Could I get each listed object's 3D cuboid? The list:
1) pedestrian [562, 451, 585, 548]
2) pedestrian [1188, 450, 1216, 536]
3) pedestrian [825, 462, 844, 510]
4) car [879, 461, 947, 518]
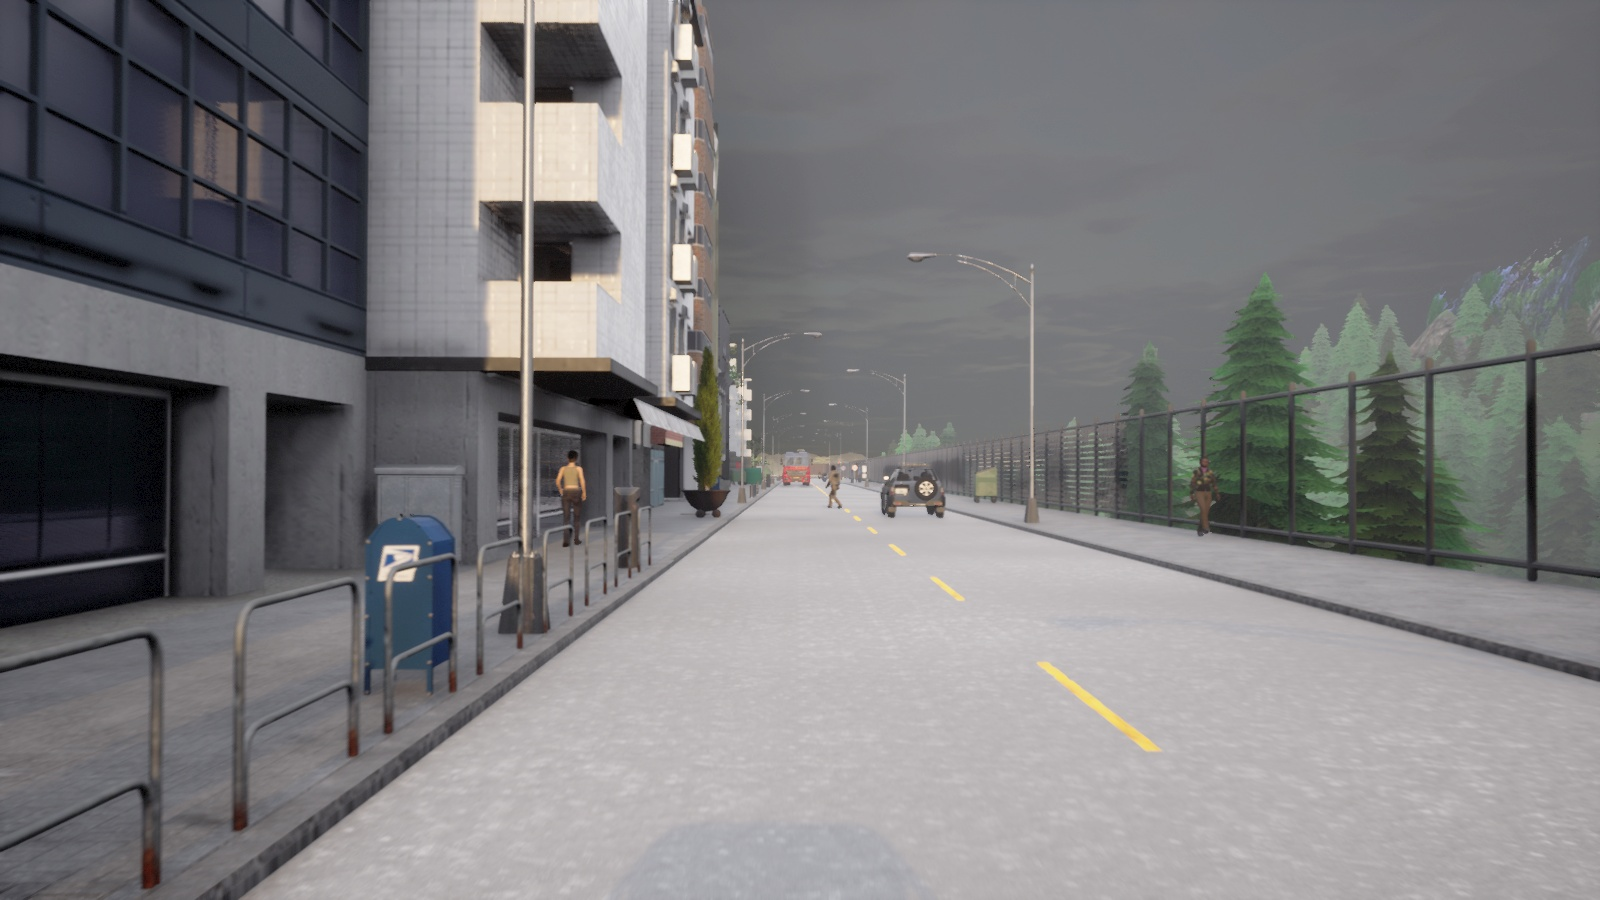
[{"bbox_3d":[-4.350,0.946,24.115,0.345,1.836,0.594,0,-1,0],"label":"pedestrian"},{"bbox_3d":[9.085,0.963,28.378,0.395,1.930,0.692,0,-1,1],"label":"pedestrian"},{"bbox_3d":[1.416,1.469,51.382,0.692,1.930,0.396,-1,-1,40],"label":"pedestrian"},{"bbox_3d":[3.886,1.349,43.800,1.932,1.855,4.605,0,-1,0],"label":"car"}]
